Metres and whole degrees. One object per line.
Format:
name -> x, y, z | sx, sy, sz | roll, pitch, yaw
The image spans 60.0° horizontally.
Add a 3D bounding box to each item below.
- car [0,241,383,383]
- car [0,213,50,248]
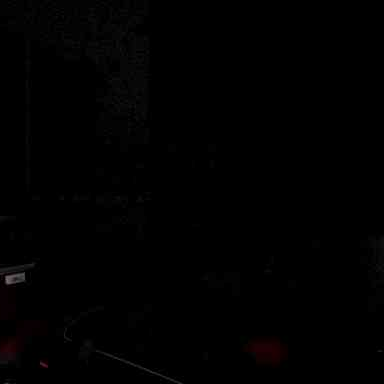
car -> -0.023, 1.440, 2.976 | 4.097, 1.590, 1.967 | 0, 0, 35
car -> -4.455, 1.315, 6.127 | 5.009, 1.841, 2.192 | 0, 0, 35
